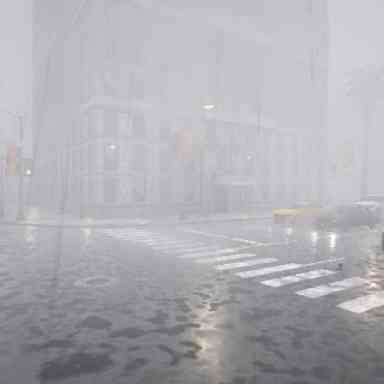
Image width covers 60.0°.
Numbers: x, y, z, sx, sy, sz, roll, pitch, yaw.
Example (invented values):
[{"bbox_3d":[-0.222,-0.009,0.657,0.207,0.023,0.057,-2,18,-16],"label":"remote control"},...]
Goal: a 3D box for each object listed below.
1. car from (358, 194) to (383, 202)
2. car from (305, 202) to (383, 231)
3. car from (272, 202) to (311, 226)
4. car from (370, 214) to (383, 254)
[{"bbox_3d":[16.333,1.220,29.492,5.566,2.045,2.150,0,0,-34],"label":"car"},{"bbox_3d":[9.823,1.546,20.915,5.357,1.411,2.033,0,0,-34],"label":"car"},{"bbox_3d":[7.880,1.476,23.822,5.008,1.535,1.882,0,0,-34],"label":"car"},{"bbox_3d":[8.390,1.563,11.373,4.892,1.490,1.837,0,0,-34],"label":"car"}]
